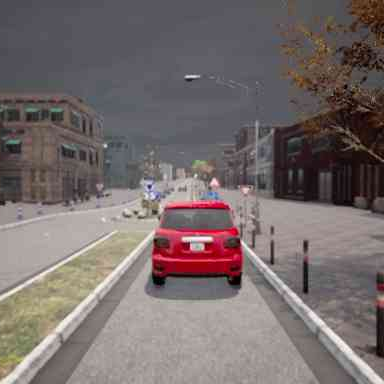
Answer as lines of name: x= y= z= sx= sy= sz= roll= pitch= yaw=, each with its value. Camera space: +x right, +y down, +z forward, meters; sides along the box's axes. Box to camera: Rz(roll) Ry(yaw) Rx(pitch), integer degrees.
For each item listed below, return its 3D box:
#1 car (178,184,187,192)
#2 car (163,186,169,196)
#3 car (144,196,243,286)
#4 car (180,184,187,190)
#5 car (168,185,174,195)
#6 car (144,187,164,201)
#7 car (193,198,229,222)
car: x=-2.217 y=-0.745 z=77.496 sx=1.812 sy=1.442 sz=4.674 roll=0 pitch=2 yaw=0
car: x=-5.282 y=0.264 z=55.040 sx=1.812 sy=1.442 sz=4.674 roll=0 pitch=3 yaw=0
car: x=0.130 y=1.256 z=9.737 sx=2.150 sy=2.045 sz=5.566 roll=0 pitch=0 yaw=0
car: x=-2.224 y=-1.254 z=87.488 sx=1.812 sy=1.442 sz=4.674 roll=0 pitch=2 yaw=0
car: x=-5.222 y=-0.300 z=66.227 sx=1.837 sy=1.490 sz=4.892 roll=0 pitch=3 yaw=0
car: x=-5.305 y=0.593 z=44.845 sx=1.882 sy=1.535 sz=5.008 roll=0 pitch=4 yaw=1
car: x=1.335 y=1.297 z=25.740 sx=2.033 sy=1.411 sz=5.357 roll=0 pitch=2 yaw=-5
